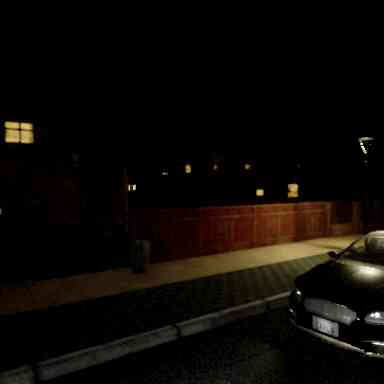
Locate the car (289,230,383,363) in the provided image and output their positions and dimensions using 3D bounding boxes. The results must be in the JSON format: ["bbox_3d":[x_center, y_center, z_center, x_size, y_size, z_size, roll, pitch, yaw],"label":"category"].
[{"bbox_3d":[3.706,1.445,5.712,4.902,1.511,2.128,-1,0,-35],"label":"car"}]
